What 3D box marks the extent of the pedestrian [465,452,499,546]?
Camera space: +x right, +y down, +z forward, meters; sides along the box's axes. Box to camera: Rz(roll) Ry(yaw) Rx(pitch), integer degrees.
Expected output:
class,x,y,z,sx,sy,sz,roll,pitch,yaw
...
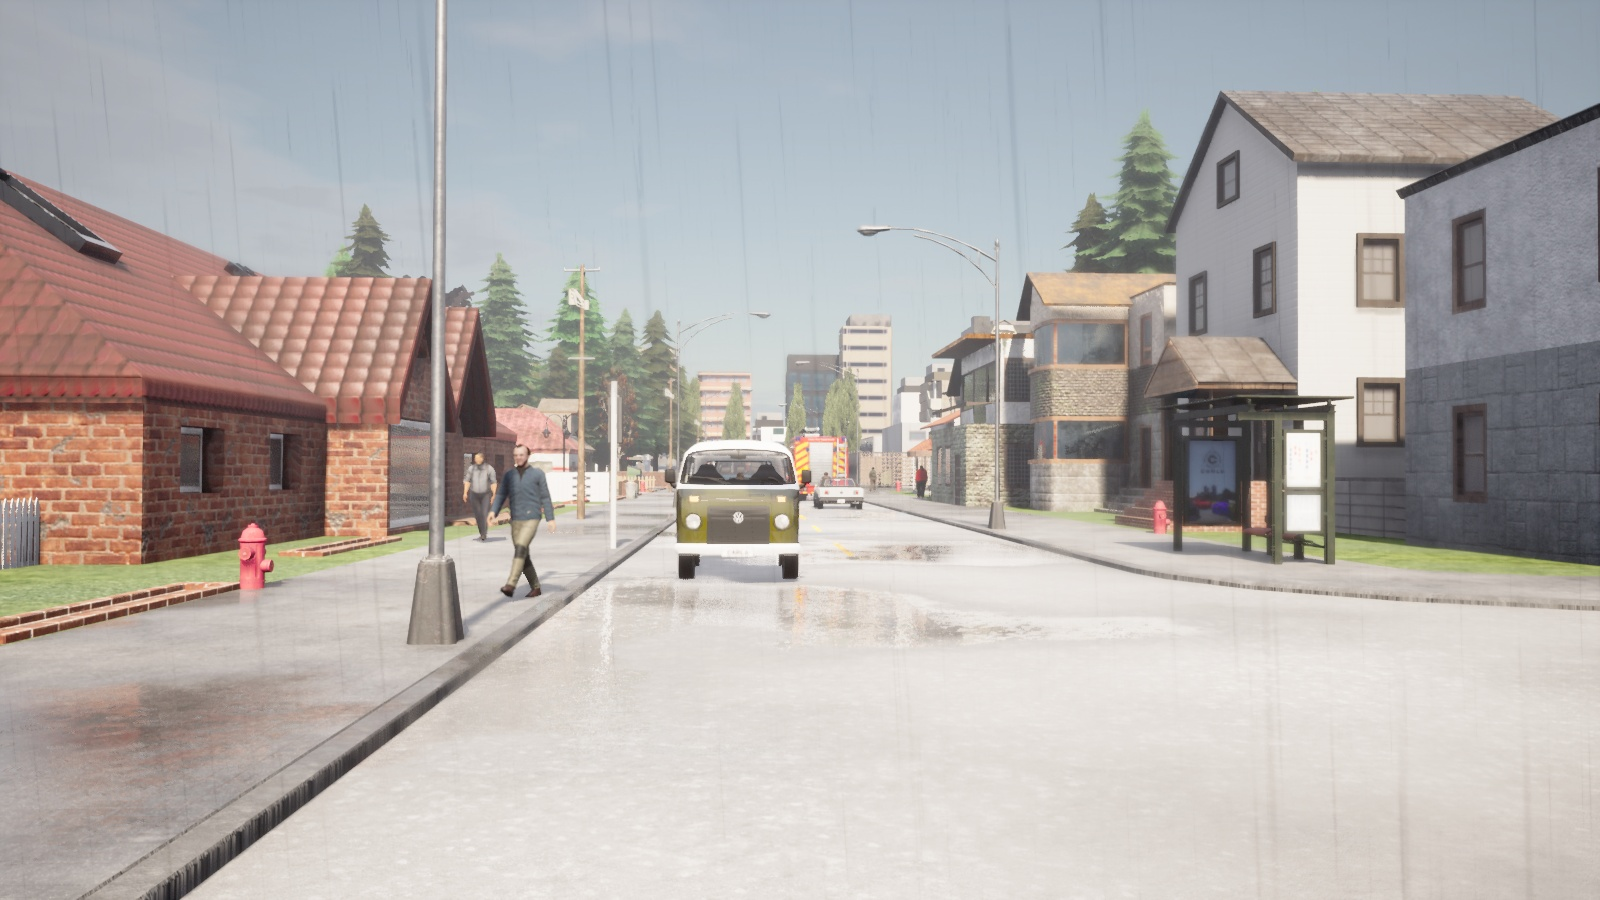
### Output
class,x,y,z,sx,sy,sz,roll,pitch,yaw
pedestrian,-6.310,0.967,24.939,0.540,1.848,0.694,0,-1,-3

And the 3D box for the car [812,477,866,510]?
class,x,y,z,sx,sy,sz,roll,pitch,yaw
car,1.585,1.792,52.744,1.895,1.301,4.718,0,-1,-2

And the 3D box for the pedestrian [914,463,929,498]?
class,x,y,z,sx,sy,sz,roll,pitch,yaw
pedestrian,6.439,1.615,66.635,0.634,1.844,0.899,0,-1,-4

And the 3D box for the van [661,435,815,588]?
class,x,y,z,sx,sy,sz,roll,pitch,yaw
van,-0.929,0.862,19.131,2.069,2.038,4.480,0,-1,-3

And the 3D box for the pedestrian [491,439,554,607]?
class,x,y,z,sx,sy,sz,roll,pitch,yaw
pedestrian,-3.133,0.805,14.193,0.402,1.842,0.726,0,-1,16

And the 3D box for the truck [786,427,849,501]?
class,x,y,z,sx,sy,sz,roll,pitch,yaw
truck,0.866,0.801,68.934,2.891,3.827,8.468,0,-1,-3
